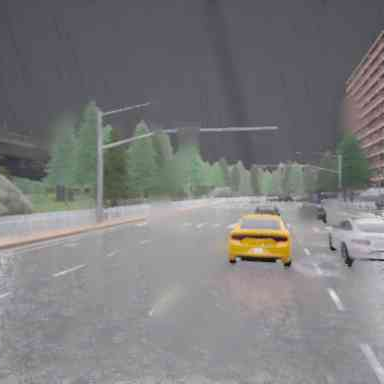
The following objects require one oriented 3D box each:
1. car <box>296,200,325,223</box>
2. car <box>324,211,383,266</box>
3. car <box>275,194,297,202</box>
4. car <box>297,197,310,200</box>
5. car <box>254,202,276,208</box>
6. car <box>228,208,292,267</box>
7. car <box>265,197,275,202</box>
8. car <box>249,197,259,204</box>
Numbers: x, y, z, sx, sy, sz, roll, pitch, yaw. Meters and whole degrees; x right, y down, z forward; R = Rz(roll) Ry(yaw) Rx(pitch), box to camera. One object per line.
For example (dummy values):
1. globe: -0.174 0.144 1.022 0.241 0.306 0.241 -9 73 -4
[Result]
1. car: 9.792 1.691 27.326 1.837 1.490 4.892 1 0 14
2. car: 6.010 1.606 11.572 1.812 1.442 4.674 0 0 14
3. car: 24.760 1.683 87.744 2.150 2.045 5.566 0 0 40
4. car: 28.935 2.011 87.175 2.128 1.511 4.902 0 0 43
5. car: 6.015 1.734 26.633 1.895 1.301 4.718 0 0 14
6. car: 2.457 1.534 11.784 1.882 1.535 5.008 0 -1 14
7. car: 21.243 1.960 88.941 1.812 1.442 4.674 0 0 36
8. car: 13.958 1.864 74.774 1.812 1.442 4.674 0 0 15
